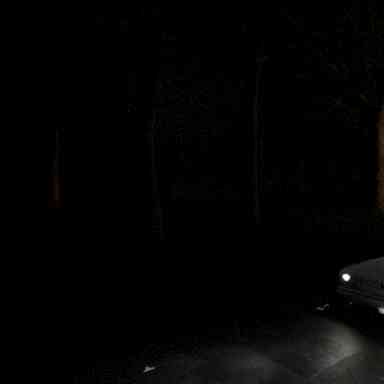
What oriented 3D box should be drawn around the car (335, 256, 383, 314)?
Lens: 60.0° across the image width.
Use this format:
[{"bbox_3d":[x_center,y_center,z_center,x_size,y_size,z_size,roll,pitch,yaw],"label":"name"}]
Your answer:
[{"bbox_3d":[4.893,1.584,6.548,4.718,1.301,1.895,0,0,-35],"label":"car"}]
